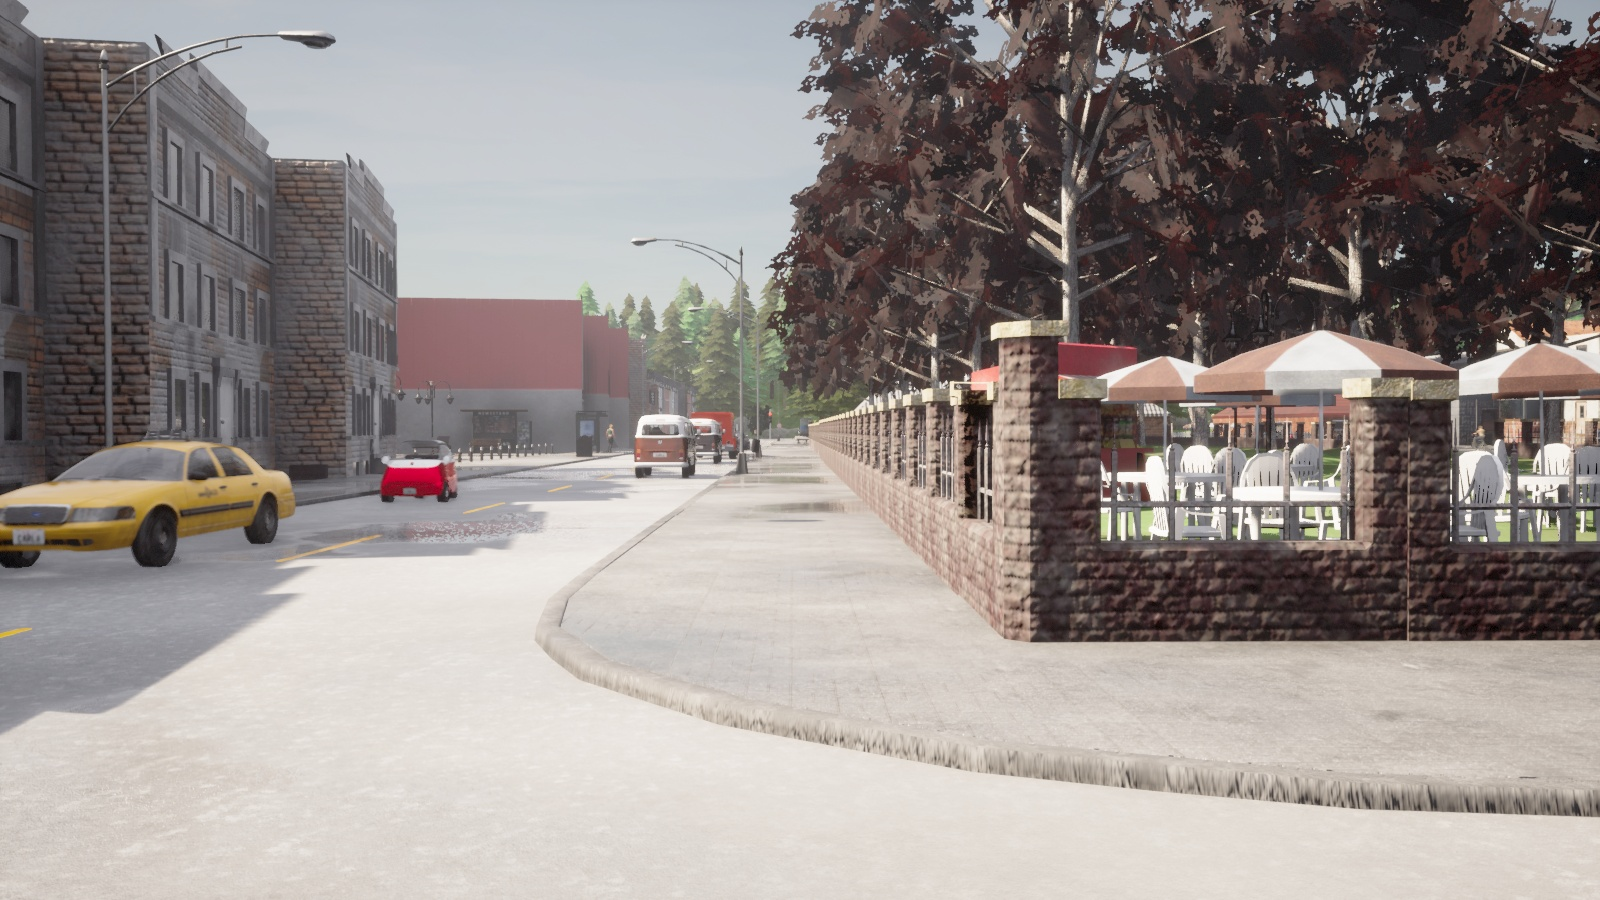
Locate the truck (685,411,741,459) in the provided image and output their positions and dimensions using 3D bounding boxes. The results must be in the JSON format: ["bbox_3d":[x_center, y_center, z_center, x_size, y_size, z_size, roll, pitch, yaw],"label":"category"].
[{"bbox_3d":[-4.619,-0.819,67.623,2.627,2.467,5.204,0,1,0],"label":"truck"}]

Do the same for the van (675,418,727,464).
[{"bbox_3d":[-4.559,-0.448,58.283,2.069,2.038,4.480,0,1,0],"label":"van"}]

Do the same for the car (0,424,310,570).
[{"bbox_3d":[-8.244,0.462,16.197,1.801,1.575,5.366,0,1,0],"label":"car"}]

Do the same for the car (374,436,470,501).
[{"bbox_3d":[-8.333,0.383,27.805,1.481,1.376,2.207,0,1,0],"label":"car"}]

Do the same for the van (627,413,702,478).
[{"bbox_3d":[-4.438,-0.169,41.790,2.069,2.038,4.480,0,1,0],"label":"van"}]
